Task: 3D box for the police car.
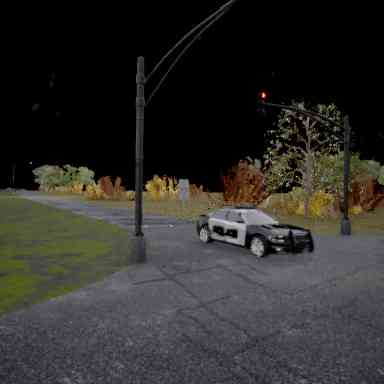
[{"bbox_3d":[2.125,1.302,12.478,1.930,1.638,5.238,1,0,-32],"label":"police car"}]
